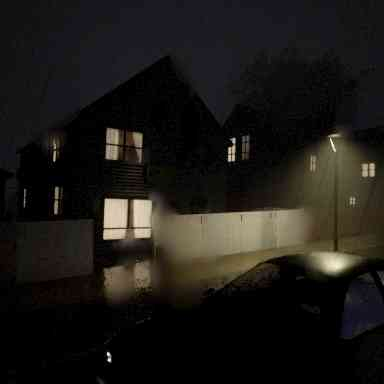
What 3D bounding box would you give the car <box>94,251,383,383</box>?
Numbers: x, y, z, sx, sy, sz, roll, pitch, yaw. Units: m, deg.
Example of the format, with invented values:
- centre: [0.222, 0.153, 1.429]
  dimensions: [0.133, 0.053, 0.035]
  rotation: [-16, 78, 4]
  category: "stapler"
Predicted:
- centre: [1.636, 1.552, 4.236]
  dimensions: [5.357, 1.411, 2.033]
  rotation: [0, 0, -36]
  category: "car"
